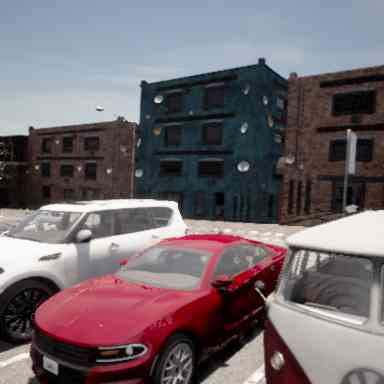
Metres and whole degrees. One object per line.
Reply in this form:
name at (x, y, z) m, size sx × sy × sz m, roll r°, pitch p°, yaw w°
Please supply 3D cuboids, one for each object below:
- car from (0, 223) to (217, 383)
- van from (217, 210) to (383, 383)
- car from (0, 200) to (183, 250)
car at (0.035, 1.475, 5.378) m, size 2.097 × 1.535 × 5.008 m, roll 0°, pitch 0°, yaw 35°
van at (2.248, 1.254, 3.652) m, size 1.878 × 1.987 × 4.442 m, roll 0°, pitch 0°, yaw 35°
car at (-2.269, 1.219, 6.976) m, size 2.435 × 2.045 × 5.566 m, roll 0°, pitch 0°, yaw 35°
